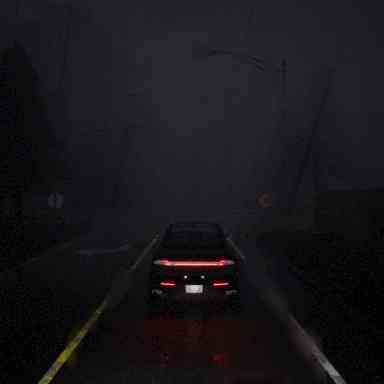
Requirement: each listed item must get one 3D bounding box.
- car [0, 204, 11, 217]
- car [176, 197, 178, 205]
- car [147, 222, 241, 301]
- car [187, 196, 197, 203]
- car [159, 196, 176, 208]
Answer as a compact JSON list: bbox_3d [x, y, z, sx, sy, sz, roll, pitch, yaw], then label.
[{"bbox_3d":[-18.647,1.520,29.274,4.892,1.490,1.837,0,0,0],"label":"car"},{"bbox_3d":[-3.539,1.477,59.249,1.882,1.535,5.008,0,0,0],"label":"car"},{"bbox_3d":[0.059,1.492,8.281,2.128,1.511,4.902,0,0,0],"label":"car"},{"bbox_3d":[0.047,1.491,69.512,2.128,1.511,4.902,0,0,0],"label":"car"},{"bbox_3d":[-3.554,1.526,46.878,1.812,1.442,4.674,0,0,0],"label":"car"}]
